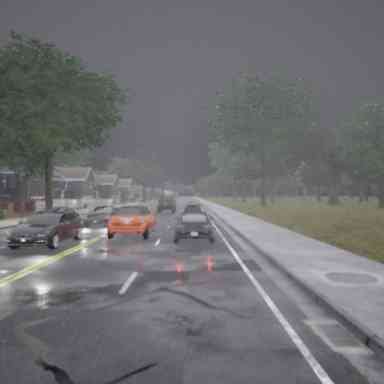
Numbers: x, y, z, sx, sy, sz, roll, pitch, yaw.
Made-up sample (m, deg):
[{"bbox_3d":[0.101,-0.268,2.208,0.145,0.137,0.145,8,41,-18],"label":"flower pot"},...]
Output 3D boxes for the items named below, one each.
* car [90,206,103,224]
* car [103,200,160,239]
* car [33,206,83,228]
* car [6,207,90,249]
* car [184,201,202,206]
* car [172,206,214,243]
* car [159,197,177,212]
[{"bbox_3d":[-6.539,1.749,24.827,1.812,1.442,4.674,0,0,1],"label":"car"},{"bbox_3d":[-3.224,1.519,18.689,2.097,1.767,4.553,0,-1,0],"label":"car"},{"bbox_3d":[-9.793,1.786,24.634,1.994,1.385,4.181,0,-1,0],"label":"car"},{"bbox_3d":[-6.513,1.643,15.296,1.837,1.490,4.892,0,-1,1],"label":"car"},{"bbox_3d":[0.100,1.853,38.701,1.837,1.490,4.892,0,0,0],"label":"car"},{"bbox_3d":[0.101,1.677,16.806,1.812,1.442,4.674,0,0,0],"label":"car"},{"bbox_3d":[-3.151,1.604,42.590,2.150,2.045,5.566,0,0,0],"label":"car"}]
